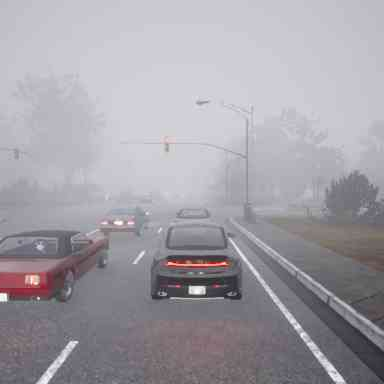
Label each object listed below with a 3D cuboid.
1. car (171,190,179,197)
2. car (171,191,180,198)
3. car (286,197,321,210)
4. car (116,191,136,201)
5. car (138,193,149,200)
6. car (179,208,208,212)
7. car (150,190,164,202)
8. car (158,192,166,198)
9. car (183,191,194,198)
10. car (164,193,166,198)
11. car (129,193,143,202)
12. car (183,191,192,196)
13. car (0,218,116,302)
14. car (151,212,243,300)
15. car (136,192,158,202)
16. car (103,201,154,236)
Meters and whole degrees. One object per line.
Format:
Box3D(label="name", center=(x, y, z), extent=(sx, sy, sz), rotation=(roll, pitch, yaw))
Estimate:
Box3D(label="car", center=(-4.898, 0.453, 94.740), extent=(2.097, 1.767, 4.553), rotation=(0, 1, -7))
Box3D(label="car", center=(-4.130, 0.604, 84.671), extent=(2.097, 1.767, 4.553), rotation=(0, 1, -4))
Box3D(label="car", center=(13.668, 1.274, 38.319), extent=(5.357, 1.411, 2.033), rotation=(0, 0, 0))
Box3D(label="car", center=(-10.683, 0.822, 53.787), extent=(2.150, 2.045, 5.566), rotation=(0, 0, 0))
Box3D(label="car", center=(-10.731, 0.992, 73.760), extent=(1.895, 1.301, 4.718), rotation=(0, 1, -1))
Box3D(label="car", center=(0.083, 1.497, 17.618), extent=(1.895, 1.301, 4.718), rotation=(0, 0, 0))
Box3D(label="car", center=(-7.157, 0.734, 63.443), extent=(2.150, 2.045, 5.566), rotation=(0, 1, -1))
Box3D(label="car", center=(-7.590, 0.782, 83.902), extent=(1.812, 1.442, 4.674), rotation=(0, 1, -3))
Box3D(label="car", center=(-0.659, 0.784, 85.225), extent=(1.994, 1.385, 4.181), rotation=(0, 1, -4))
Box3D(label="car", center=(-7.226, 0.877, 73.633), extent=(1.882, 1.535, 5.008), rotation=(0, 1, -1))
Box3D(label="car", center=(-10.666, 0.988, 63.674), extent=(1.882, 1.535, 5.008), rotation=(0, 1, 0))
Box3D(label="car", center=(-1.410, 0.466, 95.102), extent=(2.033, 1.411, 5.357), rotation=(0, 1, -7))
Box3D(label="car", center=(-3.411, 1.571, 8.126), extent=(1.895, 1.301, 4.718), rotation=(0, 0, 0))
Box3D(label="car", center=(0.089, 1.473, 8.305), extent=(1.837, 1.490, 4.892), rotation=(0, 0, 0))
Box3D(label="car", center=(-7.184, 1.152, 53.268), extent=(2.033, 1.411, 5.357), rotation=(0, 0, 0))
Box3D(label="car", center=(-3.443, 1.443, 17.715), extent=(2.033, 1.411, 5.357), rotation=(0, 0, -1))
